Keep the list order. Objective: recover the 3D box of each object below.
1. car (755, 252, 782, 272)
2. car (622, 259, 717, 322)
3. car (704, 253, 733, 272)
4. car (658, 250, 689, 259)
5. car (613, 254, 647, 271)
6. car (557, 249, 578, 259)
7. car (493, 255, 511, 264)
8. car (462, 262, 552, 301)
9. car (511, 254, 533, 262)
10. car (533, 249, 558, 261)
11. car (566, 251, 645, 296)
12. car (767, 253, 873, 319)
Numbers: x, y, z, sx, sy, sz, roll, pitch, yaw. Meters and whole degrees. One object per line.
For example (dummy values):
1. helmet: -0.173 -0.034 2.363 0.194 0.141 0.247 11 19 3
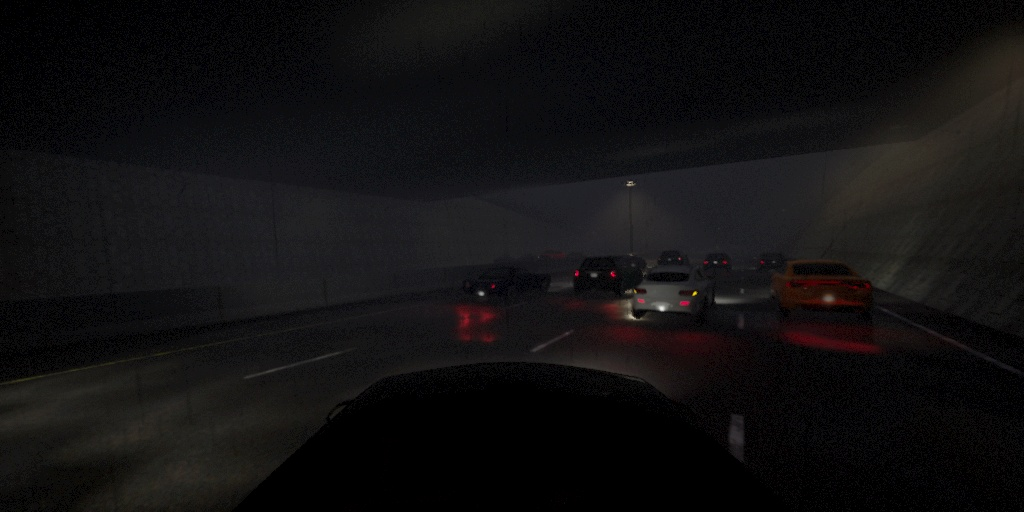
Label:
1. car: 19.300 0.396 26.672 2.033 1.411 5.357 -1 1 33
2. car: 5.001 1.000 10.951 1.812 1.442 4.674 -1 1 33
3. car: 16.366 0.447 28.582 2.033 1.411 5.357 -1 1 33
4. car: 14.448 0.252 32.073 2.097 1.767 4.553 -1 1 33
5. car: 10.945 0.544 33.091 1.994 1.385 4.181 -1 1 33
6. car: 8.504 0.159 48.917 2.097 1.767 4.553 -1 1 33
7. car: -1.049 0.564 53.484 1.994 1.385 4.181 -1 1 33
8. car: -0.016 1.135 16.061 1.895 1.301 4.718 -1 1 33
9. car: 2.466 0.412 52.467 2.128 1.511 4.902 -1 1 33
10. car: 5.668 0.080 50.974 2.150 2.045 5.566 -1 1 33
11. car: 4.558 0.753 16.705 2.097 1.767 4.553 -1 1 33
12. car: 9.203 0.837 10.989 1.882 1.535 5.008 -1 1 33
